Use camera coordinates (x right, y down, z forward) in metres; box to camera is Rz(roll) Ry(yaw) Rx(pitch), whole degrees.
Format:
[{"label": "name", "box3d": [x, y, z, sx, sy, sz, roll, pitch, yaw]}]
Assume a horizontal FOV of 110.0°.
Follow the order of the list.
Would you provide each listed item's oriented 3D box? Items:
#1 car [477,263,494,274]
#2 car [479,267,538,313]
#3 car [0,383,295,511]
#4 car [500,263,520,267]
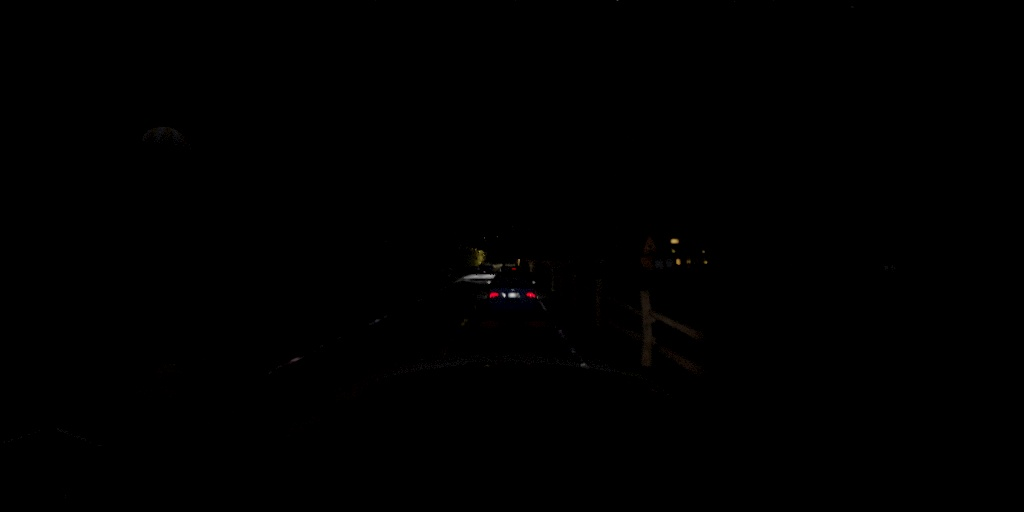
[{"label": "car", "box3d": [-3.198, 1.519, 43.521, 1.895, 1.301, 4.718, 0, 0, 0]}, {"label": "car", "box3d": [-0.021, 1.349, 14.298, 2.033, 1.411, 5.357, 0, 0, -1]}, {"label": "car", "box3d": [-2.856, 1.339, 0.954, 1.895, 1.301, 4.718, 0, 0, 0]}, {"label": "car", "box3d": [-0.181, 1.378, 34.596, 2.128, 1.511, 4.902, 0, 0, 0]}]
